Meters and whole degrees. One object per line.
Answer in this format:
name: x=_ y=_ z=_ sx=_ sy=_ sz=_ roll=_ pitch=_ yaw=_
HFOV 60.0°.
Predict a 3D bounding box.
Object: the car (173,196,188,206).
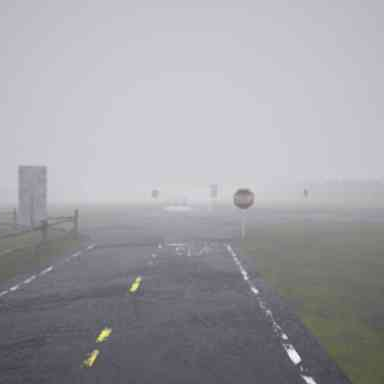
car: x=-1.665 y=1.327 z=48.934 sx=2.128 sy=1.511 sz=4.902 roll=0 pitch=1 yaw=2
